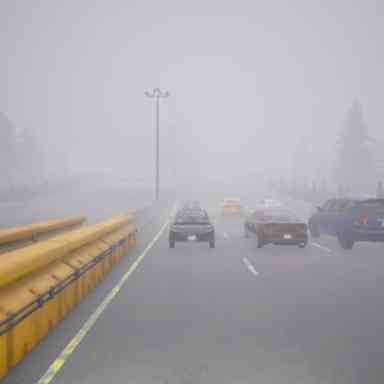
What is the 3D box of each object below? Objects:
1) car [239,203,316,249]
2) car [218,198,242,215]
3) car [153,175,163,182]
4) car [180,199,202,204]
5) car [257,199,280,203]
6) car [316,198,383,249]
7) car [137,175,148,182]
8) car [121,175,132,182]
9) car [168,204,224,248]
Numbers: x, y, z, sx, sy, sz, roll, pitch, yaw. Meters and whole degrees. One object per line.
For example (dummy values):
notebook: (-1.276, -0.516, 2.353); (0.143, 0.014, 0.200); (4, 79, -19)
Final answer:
car: (3.500, 1.482, 14.655); (1.882, 1.535, 5.008); (0, 0, 0)
car: (3.424, 1.279, 29.670); (1.882, 1.535, 5.008); (0, 2, 0)
car: (-7.315, -2.976, 72.900); (1.837, 1.490, 4.892); (0, 7, 0)
car: (-0.076, 1.357, 29.654); (2.033, 1.411, 5.357); (0, 2, 0)
car: (6.923, 1.328, 29.692); (1.812, 1.442, 4.674); (0, 2, 0)
car: (7.000, 1.255, 14.686); (2.150, 2.045, 5.566); (0, 0, 0)
car: (-10.815, -2.952, 72.884); (1.812, 1.442, 4.674); (0, 7, 0)
car: (-14.315, -2.924, 72.868); (1.994, 1.385, 4.181); (0, 7, 0)
car: (0.000, 1.492, 14.653); (2.128, 1.511, 4.902); (0, 0, 0)
